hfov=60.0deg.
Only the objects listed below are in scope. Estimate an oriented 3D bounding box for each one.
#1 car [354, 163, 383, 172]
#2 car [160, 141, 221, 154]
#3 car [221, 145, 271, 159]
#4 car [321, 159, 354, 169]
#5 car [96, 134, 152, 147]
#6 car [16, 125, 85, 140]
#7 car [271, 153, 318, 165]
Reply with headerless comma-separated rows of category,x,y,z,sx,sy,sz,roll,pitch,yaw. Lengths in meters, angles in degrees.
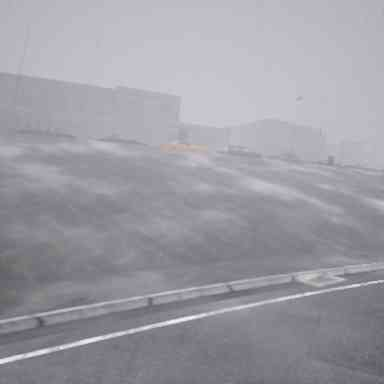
car,19.750,-2.545,38.733,4.892,1.521,2.231,3,-1,-26
car,-0.400,-3.701,29.517,5.008,1.535,2.097,3,-1,-21
car,4.695,-3.539,31.650,4.553,1.767,2.185,3,-1,-23
car,14.898,-2.789,36.324,4.674,1.452,2.002,3,-1,-25
car,-5.557,-3.948,27.486,4.674,1.452,2.002,3,-1,-20
car,-10.754,-4.270,25.567,4.892,1.521,2.231,3,-1,-19
car,9.910,-3.087,33.980,4.792,1.488,2.163,3,-1,-24
